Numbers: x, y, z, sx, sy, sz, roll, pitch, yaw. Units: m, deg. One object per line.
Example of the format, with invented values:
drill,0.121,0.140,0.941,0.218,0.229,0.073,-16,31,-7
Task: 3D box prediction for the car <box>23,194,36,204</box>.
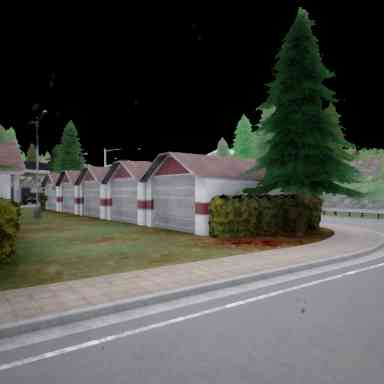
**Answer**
car,-30.592,1.328,62.631,1.905,1.878,3.866,0,0,-37
